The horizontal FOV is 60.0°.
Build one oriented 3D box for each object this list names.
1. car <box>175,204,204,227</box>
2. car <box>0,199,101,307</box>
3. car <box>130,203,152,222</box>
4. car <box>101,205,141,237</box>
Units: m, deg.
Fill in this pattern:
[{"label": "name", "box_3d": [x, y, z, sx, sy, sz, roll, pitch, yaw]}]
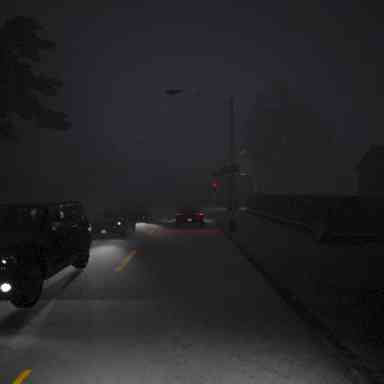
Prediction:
[{"label": "car", "box_3d": [-0.162, 1.527, 22.623, 1.812, 1.442, 4.674, 0, 0, -1]}, {"label": "car", "box_3d": [-4.186, 1.233, 8.321, 2.150, 2.045, 5.566, 0, 0, -1]}, {"label": "car", "box_3d": [-4.308, 1.577, 26.430, 1.994, 1.385, 4.181, 0, 0, -1]}, {"label": "car", "box_3d": [-4.284, 1.613, 18.349, 1.895, 1.301, 4.718, 0, 0, 0]}]
